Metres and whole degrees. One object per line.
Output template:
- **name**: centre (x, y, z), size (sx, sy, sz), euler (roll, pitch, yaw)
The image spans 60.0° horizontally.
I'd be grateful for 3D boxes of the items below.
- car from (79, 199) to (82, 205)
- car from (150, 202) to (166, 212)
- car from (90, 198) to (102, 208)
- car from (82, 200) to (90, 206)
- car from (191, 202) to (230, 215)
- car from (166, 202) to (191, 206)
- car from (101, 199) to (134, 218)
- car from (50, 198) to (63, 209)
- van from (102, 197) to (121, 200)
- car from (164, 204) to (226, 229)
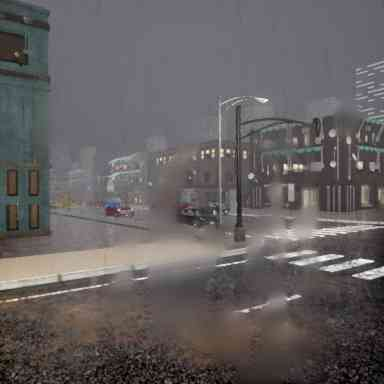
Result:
- **car**: centre (-26.530, 2.363, 76.519), size (1.947, 1.339, 4.313), euler (-1, 0, -35)
- **car**: centre (-4.142, 1.966, 44.894), size (1.802, 1.307, 4.206), euler (-1, 0, -35)
- **car**: centre (-16.942, 1.939, 62.965), size (2.192, 1.841, 5.009), euler (-1, 0, -35)
- **car**: centre (-20.134, 2.227, 67.483), size (1.887, 1.381, 4.507), euler (-1, 0, -35)
- **car**: centre (2.252, 1.809, 35.859), size (2.008, 1.369, 4.403), euler (-2, 0, -35)
- **car**: centre (-0.945, 1.903, 40.377), size (1.802, 1.307, 4.206), euler (-2, 0, -35)
- **car**: centre (-7.787, 1.846, 35.533), size (1.967, 1.590, 4.097), euler (-1, 0, -35)
- **car**: centre (-23.677, 2.232, 57.983), size (1.752, 1.417, 4.829), euler (-1, 0, -35)
- **van**: centre (-13.743, 1.906, 58.447), size (1.690, 1.788, 3.998), euler (-1, 0, -35)
- **car**: centre (0.134, 1.814, 24.137), size (1.947, 1.339, 4.313), euler (-1, 0, -35)
